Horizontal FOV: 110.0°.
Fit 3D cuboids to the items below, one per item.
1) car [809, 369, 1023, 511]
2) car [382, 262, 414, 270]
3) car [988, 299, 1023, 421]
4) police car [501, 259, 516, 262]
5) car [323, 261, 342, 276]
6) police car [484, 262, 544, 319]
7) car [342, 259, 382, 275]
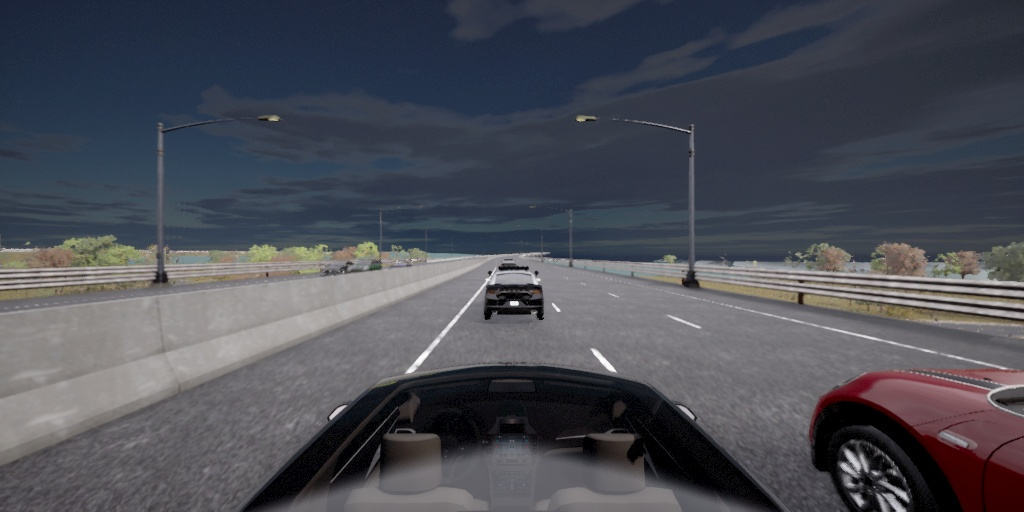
[{"bbox_3d":[3.591,1.102,1.164,2.097,1.767,4.553,0,0,0],"label":"car"},{"bbox_3d":[-10.920,1.311,35.550,1.994,1.385,4.181,0,0,-1],"label":"car"},{"bbox_3d":[7.093,1.275,2.319,1.812,1.442,4.674,0,0,0],"label":"car"},{"bbox_3d":[-0.423,1.165,43.951,1.930,1.638,5.238,0,0,-1],"label":"police car"},{"bbox_3d":[-17.953,1.254,37.736,1.837,1.490,4.892,0,-1,-1],"label":"car"},{"bbox_3d":[0.053,1.174,13.016,1.930,1.638,5.238,0,0,0],"label":"police car"},{"bbox_3d":[-14.418,1.100,35.372,2.097,1.767,4.553,0,0,-1],"label":"car"}]
